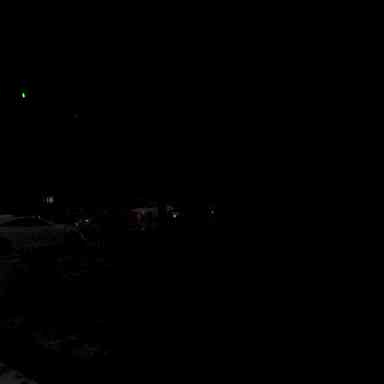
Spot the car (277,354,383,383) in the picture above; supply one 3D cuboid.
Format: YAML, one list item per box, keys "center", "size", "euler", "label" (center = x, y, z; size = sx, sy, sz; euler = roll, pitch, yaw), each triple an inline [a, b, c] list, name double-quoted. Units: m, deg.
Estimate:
- center: [2.408, 1.545, 1.243]
  size: [4.507, 1.381, 1.887]
  euler: [0, 1, 35]
  label: "car"

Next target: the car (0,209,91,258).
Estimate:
- center: [-6.686, 1.608, 13.278]
  size: [1.812, 1.442, 4.674]
  euler: [1, -1, 35]
  label: "car"

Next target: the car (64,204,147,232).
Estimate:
- center: [-5.328, 1.632, 21.139]
  size: [1.812, 1.442, 4.674]
  euler: [1, 0, 35]
  label: "car"

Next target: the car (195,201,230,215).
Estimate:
- center: [2.348, 1.777, 37.596]
  size: [1.994, 1.385, 4.181]
  euler: [1, 0, 36]
  label: "car"

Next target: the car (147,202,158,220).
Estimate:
- center: [-3.406, 1.653, 29.486]
  size: [1.812, 1.442, 4.674]
  euler: [1, 0, 35]
  label: "car"

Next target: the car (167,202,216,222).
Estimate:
- center: [0.023, 1.677, 28.706]
  size: [2.128, 1.511, 4.902]
  euler: [1, 0, 35]
  label: "car"

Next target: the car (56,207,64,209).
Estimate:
- center: [-8.542, 1.652, 22.229]
  size: [1.895, 1.301, 4.718]
  euler: [1, 0, 35]
  label: "car"
